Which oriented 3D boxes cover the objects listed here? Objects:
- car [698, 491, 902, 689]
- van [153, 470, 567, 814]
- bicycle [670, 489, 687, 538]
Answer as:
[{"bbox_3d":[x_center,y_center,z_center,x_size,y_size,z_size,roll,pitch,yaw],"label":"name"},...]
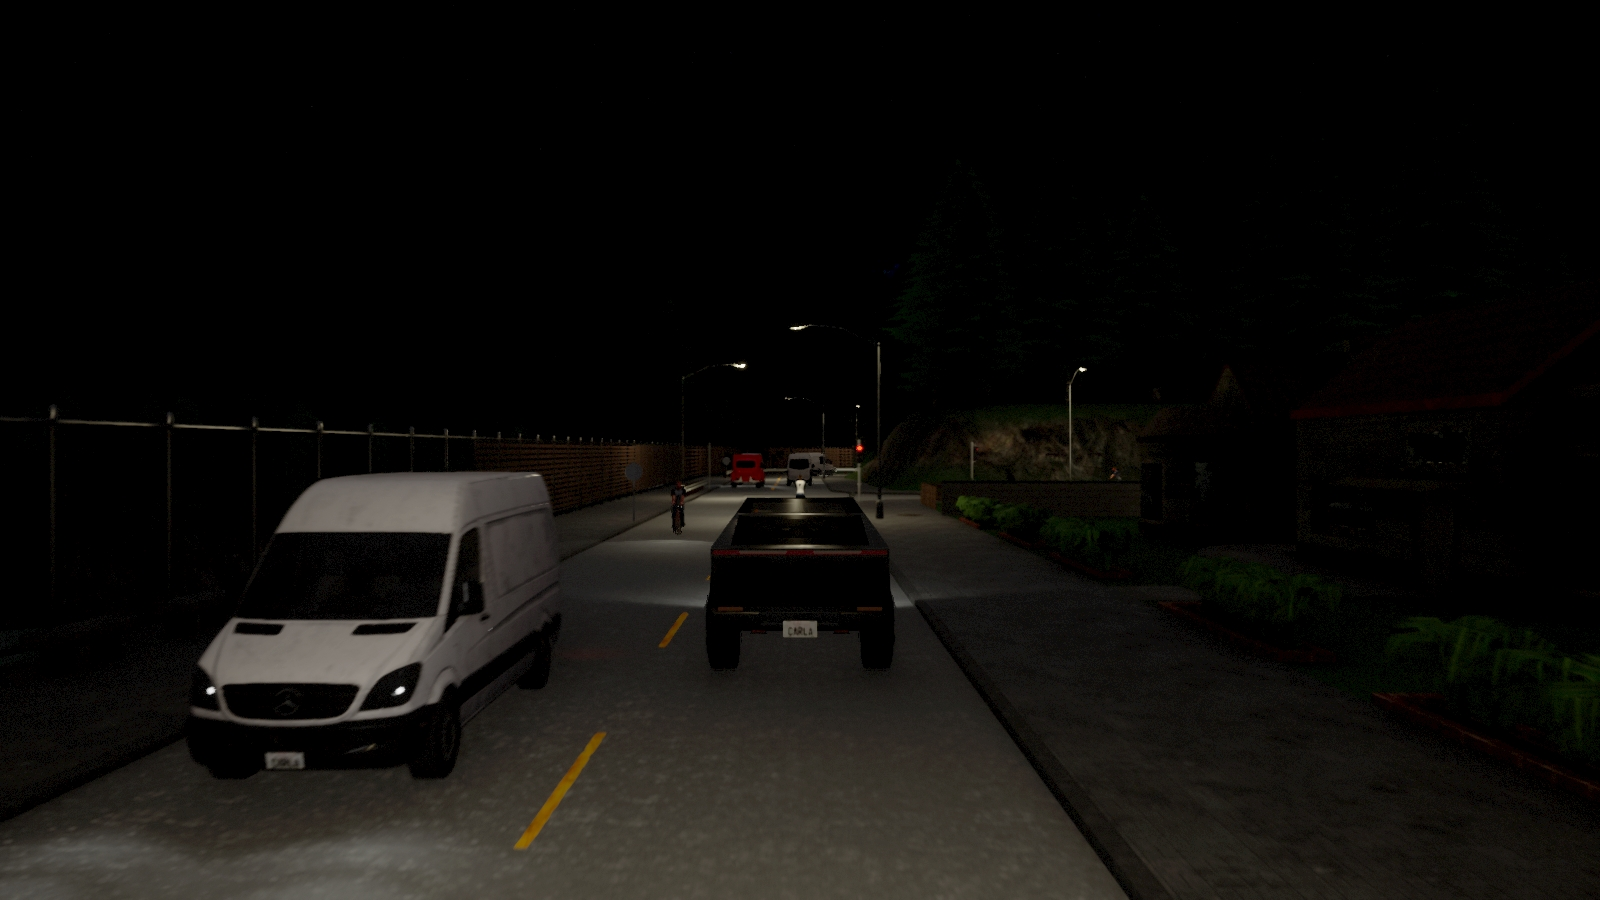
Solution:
[{"bbox_3d":[0.002,1.753,16.530,2.390,2.098,6.274,0,0,0],"label":"car"},{"bbox_3d":[-3.994,1.535,11.774,1.988,2.561,5.915,0,0,0],"label":"van"},{"bbox_3d":[-3.975,2.056,37.319,0.373,1.496,1.643,0,1,0],"label":"bicycle"}]
